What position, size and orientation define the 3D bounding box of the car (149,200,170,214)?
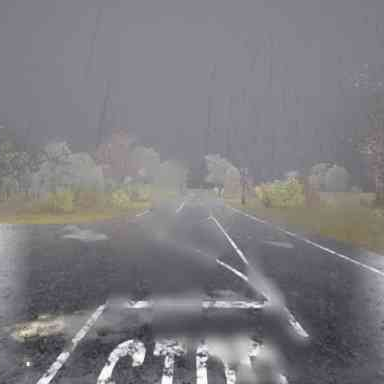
[{"bbox_3d":[-3.389,1.541,35.695,2.033,1.411,5.357,0,0,0],"label":"car"}]
